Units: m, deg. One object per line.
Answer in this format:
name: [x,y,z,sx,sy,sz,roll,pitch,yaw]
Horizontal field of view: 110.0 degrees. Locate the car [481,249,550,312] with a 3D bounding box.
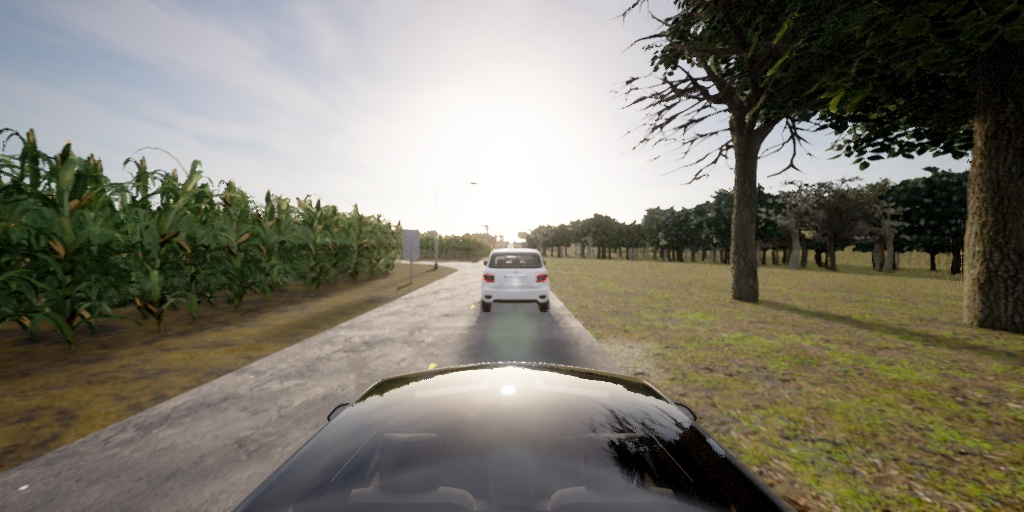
car: [0.104,0.739,13.162,2.150,2.045,5.566,0,2,0]
